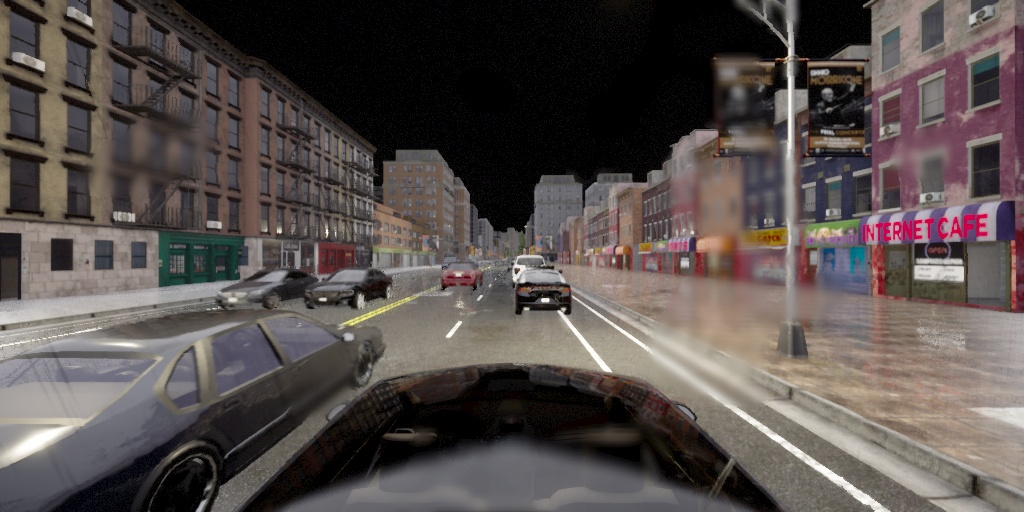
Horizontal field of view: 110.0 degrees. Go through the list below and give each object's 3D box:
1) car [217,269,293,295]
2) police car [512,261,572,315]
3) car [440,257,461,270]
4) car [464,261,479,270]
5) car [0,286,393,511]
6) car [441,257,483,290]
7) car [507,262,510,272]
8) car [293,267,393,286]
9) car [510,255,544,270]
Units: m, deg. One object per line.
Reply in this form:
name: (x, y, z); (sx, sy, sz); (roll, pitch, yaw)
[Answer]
car: (-9.763, 1.275, 14.883); (1.812, 1.442, 4.674); (0, 0, 0)
police car: (1.055, 1.175, 13.745); (1.930, 1.638, 5.238); (0, 0, 0)
car: (-9.523, 1.127, 55.916); (2.150, 2.045, 5.566); (0, 0, 0)
car: (-6.271, 1.508, 56.098); (1.895, 1.301, 4.718); (0, 0, 0)
car: (-3.128, 1.297, 3.793); (2.033, 1.411, 5.357); (0, 0, 0)
car: (-3.021, 1.106, 22.532); (2.097, 1.767, 4.553); (0, 0, 0)
car: (0.298, 1.423, 49.719); (2.033, 1.411, 5.357); (0, 0, 0)
car: (-6.513, 1.227, 14.873); (1.882, 1.535, 5.008); (0, 0, 0)
car: (1.111, 0.981, 23.667); (2.150, 2.045, 5.566); (0, 0, 0)
